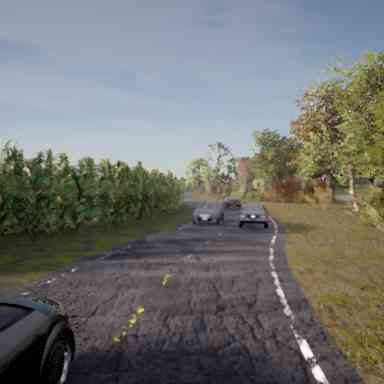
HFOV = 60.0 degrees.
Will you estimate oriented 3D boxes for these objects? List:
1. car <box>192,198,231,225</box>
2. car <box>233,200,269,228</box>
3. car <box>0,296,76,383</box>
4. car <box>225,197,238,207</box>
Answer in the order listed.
[{"bbox_3d":[1.278,1.421,23.488,2.128,1.511,4.902,1,0,11],"label":"car"},{"bbox_3d":[4.123,1.506,22.212,2.033,1.411,5.357,1,0,11],"label":"car"},{"bbox_3d":[-2.473,1.542,2.264,1.994,1.385,4.181,0,0,5],"label":"car"},{"bbox_3d":[4.993,1.377,43.059,1.837,1.490,4.892,0,0,-4],"label":"car"}]
